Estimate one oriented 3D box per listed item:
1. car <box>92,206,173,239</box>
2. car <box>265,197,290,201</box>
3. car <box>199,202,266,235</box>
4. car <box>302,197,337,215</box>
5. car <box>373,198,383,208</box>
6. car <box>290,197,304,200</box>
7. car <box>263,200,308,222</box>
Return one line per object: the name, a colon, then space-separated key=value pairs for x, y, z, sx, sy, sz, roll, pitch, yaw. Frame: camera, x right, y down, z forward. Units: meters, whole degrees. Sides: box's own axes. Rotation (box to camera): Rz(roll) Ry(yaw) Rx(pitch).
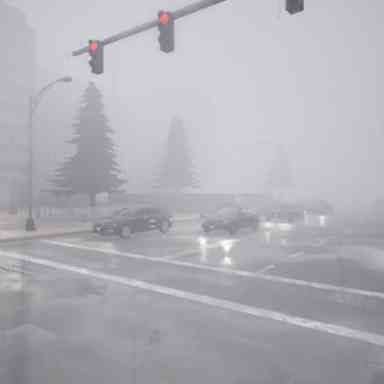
car: x=-3.032 y=1.525 z=17.838 sx=1.837 sy=1.490 sz=4.892 roll=0 pitch=0 yaw=37
car: x=7.901 y=1.546 z=33.196 sx=1.837 sy=1.490 sz=4.892 roll=0 pitch=0 yaw=35
car: x=2.378 y=1.549 z=19.305 sx=1.812 sy=1.442 sz=4.674 roll=0 pitch=0 yaw=35
car: x=13.398 y=1.550 z=34.891 sx=1.837 sy=1.490 sz=4.892 roll=0 pitch=0 yaw=35
car: x=28.309 y=1.630 z=49.585 sx=1.994 sy=1.385 sz=4.181 roll=0 pitch=0 yaw=35
car: x=13.725 y=1.616 z=41.379 sx=1.994 sy=1.385 sz=4.181 roll=0 pitch=0 yaw=36
car: x=7.396 y=1.597 z=26.419 sx=1.994 sy=1.385 sz=4.181 roll=0 pitch=0 yaw=36
